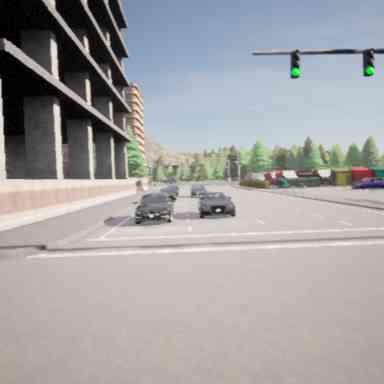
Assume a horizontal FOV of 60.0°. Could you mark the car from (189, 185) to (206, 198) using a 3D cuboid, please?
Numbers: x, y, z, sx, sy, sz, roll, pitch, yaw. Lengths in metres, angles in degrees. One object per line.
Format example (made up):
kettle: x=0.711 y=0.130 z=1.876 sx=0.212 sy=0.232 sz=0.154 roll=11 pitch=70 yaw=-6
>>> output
car: x=0.679 y=-0.159 z=41.265 sx=2.128 sy=1.511 sz=4.902 roll=-2 pitch=2 yaw=-2

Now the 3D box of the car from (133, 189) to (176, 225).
car: x=-2.014 y=0.825 z=18.276 sx=1.837 sy=1.490 sz=4.892 roll=-2 pitch=2 yaw=-2

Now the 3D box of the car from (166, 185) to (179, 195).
car: x=-3.111 y=-0.385 z=53.431 sx=1.895 sy=1.301 sz=4.718 roll=-2 pitch=2 yaw=-2

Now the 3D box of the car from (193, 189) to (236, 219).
car: x=1.340 y=0.717 z=19.747 sx=1.994 sy=1.385 sz=4.181 roll=-2 pitch=2 yaw=-2

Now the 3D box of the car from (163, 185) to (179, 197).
car: x=-2.894 y=-0.185 z=46.459 sx=2.033 sy=1.411 sz=5.357 roll=-2 pitch=2 yaw=-2

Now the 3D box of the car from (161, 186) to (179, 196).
car: x=-2.638 y=0.242 z=35.104 sx=2.033 sy=1.411 sz=5.357 roll=-2 pitch=2 yaw=-2
